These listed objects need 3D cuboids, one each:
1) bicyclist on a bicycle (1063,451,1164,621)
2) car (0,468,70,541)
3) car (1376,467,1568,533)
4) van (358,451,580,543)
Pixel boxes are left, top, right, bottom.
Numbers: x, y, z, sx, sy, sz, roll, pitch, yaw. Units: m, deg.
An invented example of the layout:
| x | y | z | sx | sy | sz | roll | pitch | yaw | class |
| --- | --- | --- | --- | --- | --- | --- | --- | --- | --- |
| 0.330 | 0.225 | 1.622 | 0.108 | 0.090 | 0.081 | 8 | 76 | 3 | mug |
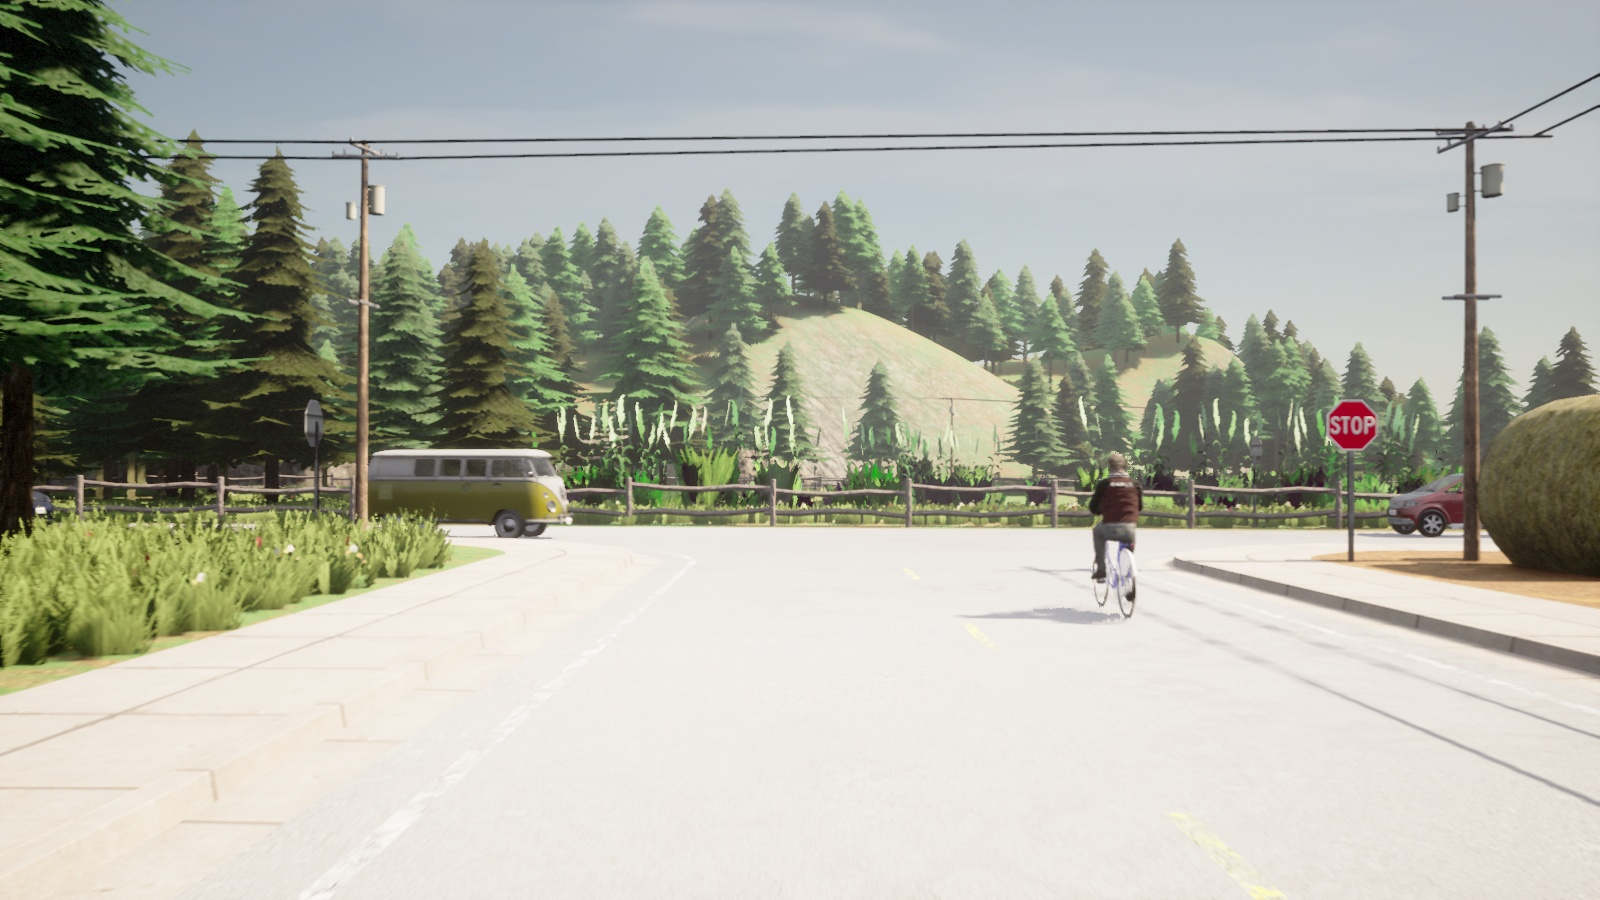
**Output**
| x | y | z | sx | sy | sz | roll | pitch | yaw | class |
| --- | --- | --- | --- | --- | --- | --- | --- | --- | --- |
| 3.465 | 0.906 | 14.023 | 0.659 | 1.776 | 1.843 | 0 | 0 | 0 | bicyclist on a bicycle |
| -19.250 | 1.237 | 28.769 | 3.988 | 1.617 | 1.851 | 0 | -1 | 2 | car |
| 16.325 | 1.206 | 30.648 | 3.705 | 1.549 | 1.789 | 0 | -1 | 3 | car |
| -7.347 | 1.031 | 28.067 | 4.442 | 1.987 | 1.775 | 0 | -1 | 7 | van |
